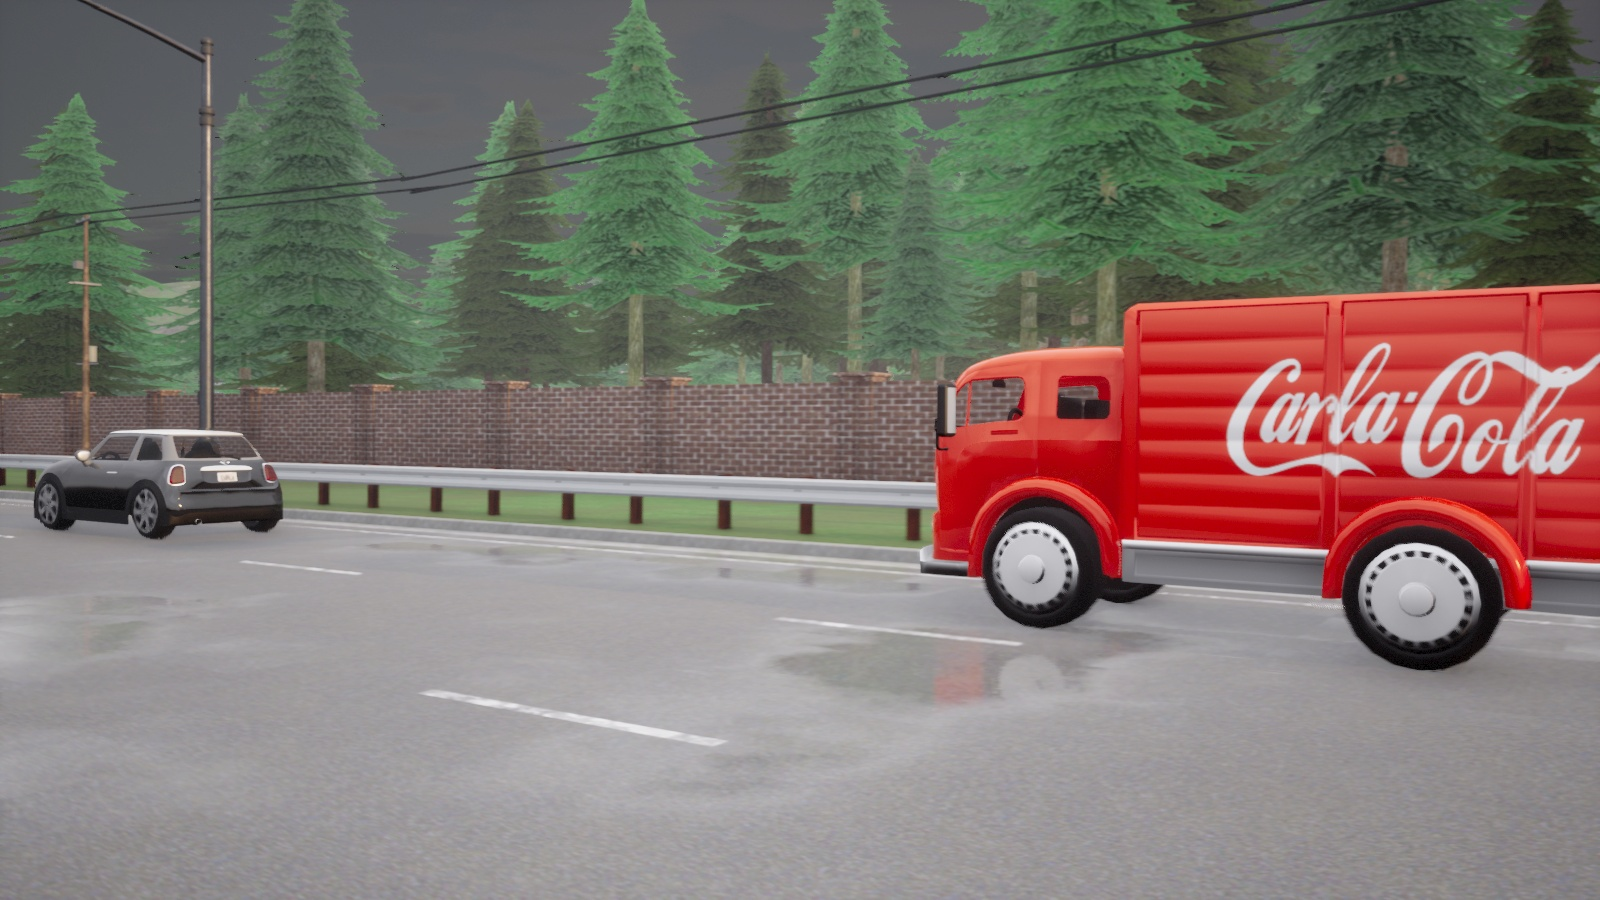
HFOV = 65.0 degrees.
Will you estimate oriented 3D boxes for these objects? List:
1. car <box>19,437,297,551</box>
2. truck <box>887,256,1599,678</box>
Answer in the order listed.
[{"bbox_3d":[-9.353,0.565,18.241,3.806,1.475,1.970,0,1,34],"label":"car"},{"bbox_3d":[3.595,0.085,9.629,5.204,2.467,2.627,0,1,34],"label":"truck"}]
